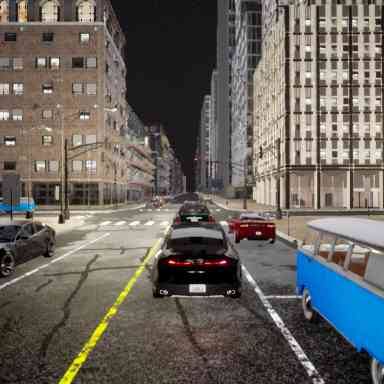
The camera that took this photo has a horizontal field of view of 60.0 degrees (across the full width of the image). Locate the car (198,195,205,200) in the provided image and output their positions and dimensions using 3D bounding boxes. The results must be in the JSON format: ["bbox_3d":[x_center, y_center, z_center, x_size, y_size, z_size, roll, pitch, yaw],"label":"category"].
[{"bbox_3d":[2.764,1.523,93.400,1.802,1.307,4.206,1,0,0],"label":"car"}]

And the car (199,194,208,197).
[{"bbox_3d":[2.741,1.530,59.491,2.008,1.369,4.403,1,0,0],"label":"car"}]

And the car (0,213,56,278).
[{"bbox_3d":[-5.675,1.567,10.179,1.947,1.339,4.313,1,0,0],"label":"car"}]

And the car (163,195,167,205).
[{"bbox_3d":[-5.642,1.425,53.847,1.967,1.590,4.097,1,0,0],"label":"car"}]

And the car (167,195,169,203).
[{"bbox_3d":[-5.640,1.561,59.498,1.802,1.307,4.206,1,0,0],"label":"car"}]

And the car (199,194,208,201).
[{"bbox_3d":[2.758,1.395,82.097,1.967,1.590,4.097,1,0,0],"label":"car"}]

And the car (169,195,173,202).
[{"bbox_3d":[-5.632,1.518,70.800,2.008,1.369,4.403,1,0,0],"label":"car"}]

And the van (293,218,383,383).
[{"bbox_3d":[2.704,1.342,4.591,1.690,1.788,3.998,1,0,0],"label":"van"}]

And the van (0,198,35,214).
[{"bbox_3d":[-19.711,1.525,37.074,3.998,1.788,1.690,0,0,1],"label":"van"}]

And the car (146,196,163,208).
[{"bbox_3d":[-5.648,1.572,48.194,1.802,1.307,4.206,1,0,0],"label":"car"}]

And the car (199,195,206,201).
[{"bbox_3d":[2.761,1.473,87.918,1.752,1.417,4.829,1,0,0],"label":"car"}]

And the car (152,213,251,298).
[{"bbox_3d":[0.107,1.506,8.473,1.837,1.490,4.892,0,0,0],"label":"car"}]

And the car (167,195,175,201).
[{"bbox_3d":[-5.620,1.474,87.586,1.752,1.417,4.829,1,0,0],"label":"car"}]

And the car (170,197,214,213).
[{"bbox_3d":[0.082,1.352,17.566,2.097,1.767,4.553,0,0,-1],"label":"car"}]

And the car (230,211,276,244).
[{"bbox_3d":[2.710,1.545,15.744,1.887,1.381,4.507,1,0,0],"label":"car"}]
